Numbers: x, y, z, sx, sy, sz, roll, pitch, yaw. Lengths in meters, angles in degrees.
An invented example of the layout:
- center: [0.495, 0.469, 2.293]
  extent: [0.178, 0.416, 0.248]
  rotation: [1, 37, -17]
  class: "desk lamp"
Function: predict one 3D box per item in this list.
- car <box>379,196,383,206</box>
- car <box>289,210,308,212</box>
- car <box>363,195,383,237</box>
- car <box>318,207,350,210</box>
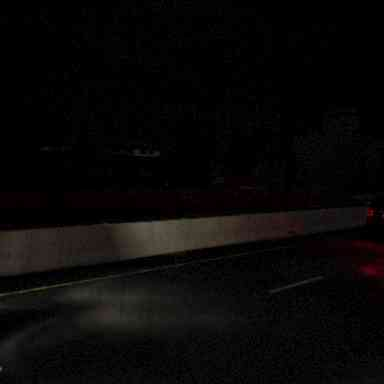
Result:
- center: [28.790, 1.255, 47.621]
  extent: [4.674, 1.442, 1.812]
  rotation: [0, 0, -37]
  class: "car"
- center: [9.566, 1.456, 28.802]
  extent: [4.181, 1.385, 1.994]
  rotation: [0, 0, -37]
  class: "car"
- center: [10.706, 1.124, 16.257]
  extent: [5.566, 2.045, 2.150]
  rotation: [-1, 0, -37]
  class: "car"
- center: [12.029, 1.370, 26.276]
  extent: [4.902, 1.511, 2.128]
  rotation: [0, 0, -37]
  class: "car"
